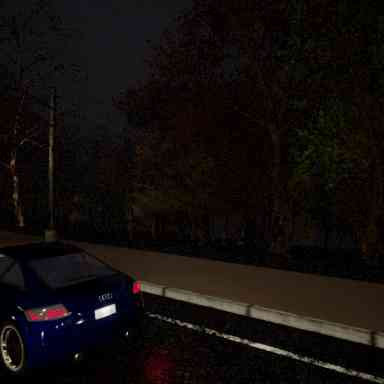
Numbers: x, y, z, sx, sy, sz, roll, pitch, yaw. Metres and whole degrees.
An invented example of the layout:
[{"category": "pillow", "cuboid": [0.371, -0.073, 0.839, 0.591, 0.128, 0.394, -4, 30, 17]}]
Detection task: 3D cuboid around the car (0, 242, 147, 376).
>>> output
[{"category": "car", "cuboid": [-2.763, 1.563, 5.638, 4.181, 1.385, 1.994, 0, 0, 37]}]
